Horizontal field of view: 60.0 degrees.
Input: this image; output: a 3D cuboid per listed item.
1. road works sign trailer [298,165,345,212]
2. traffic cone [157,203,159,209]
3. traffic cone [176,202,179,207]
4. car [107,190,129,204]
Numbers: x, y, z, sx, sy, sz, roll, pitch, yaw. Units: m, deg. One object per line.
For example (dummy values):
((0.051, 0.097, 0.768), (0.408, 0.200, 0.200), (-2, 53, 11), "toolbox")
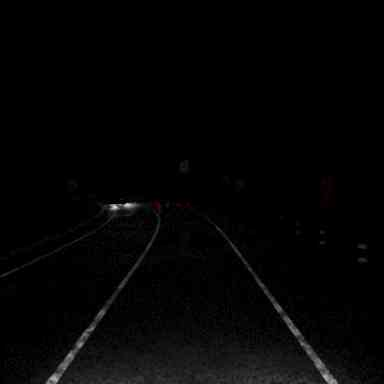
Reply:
((8.703, -0.280, 21.554), (2.880, 2.380, 3.560), (13, -9, 3), "road works sign trailer")
((-2.488, 1.386, 26.208), (0.340, 0.580, 0.340), (-1, 2, -8), "traffic cone")
((-1.358, 1.111, 32.414), (0.340, 0.580, 0.340), (-2, 2, -8), "traffic cone")
((-8.903, 0.572, 39.699), (1.837, 1.490, 4.892), (-3, 2, -24), "car")
